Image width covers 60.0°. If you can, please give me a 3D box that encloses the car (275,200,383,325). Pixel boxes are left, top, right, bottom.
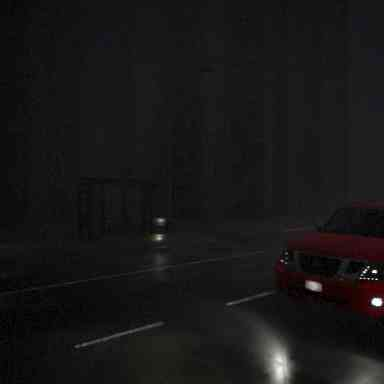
[{"bbox_3d":[4.232,1.226,7.243,5.566,2.045,2.150,0,0,-37],"label":"car"}]
